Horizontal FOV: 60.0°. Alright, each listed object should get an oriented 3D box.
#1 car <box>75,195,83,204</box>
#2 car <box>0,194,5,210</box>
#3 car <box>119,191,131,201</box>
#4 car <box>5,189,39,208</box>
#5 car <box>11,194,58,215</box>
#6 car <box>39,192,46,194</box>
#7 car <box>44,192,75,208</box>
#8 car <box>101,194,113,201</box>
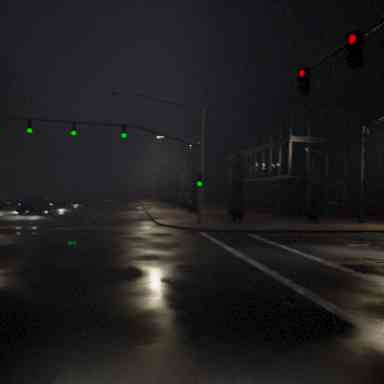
[{"bbox_3d":[-17.453,1.083,49.666,2.033,1.411,5.357,1,0,-10],"label":"car"},{"bbox_3d":[-16.653,1.065,25.777,1.882,1.535,5.008,1,0,-11],"label":"car"},{"bbox_3d":[-13.537,0.818,67.274,2.150,2.045,5.566,1,0,-10],"label":"car"},{"bbox_3d":[-18.486,0.755,35.423,2.150,2.045,5.566,1,0,-10],"label":"car"},{"bbox_3d":[-13.837,1.191,29.565,2.033,1.411,5.357,1,0,-11],"label":"car"},{"bbox_3d":[-20.199,0.834,45.022,2.097,1.767,4.553,1,0,-10],"label":"car"},{"bbox_3d":[-15.650,1.067,39.378,1.882,1.535,5.008,1,0,-10],"label":"car"},{"bbox_3d":[-16.940,1.081,66.387,1.994,1.385,4.181,1,0,-10],"label":"car"}]
